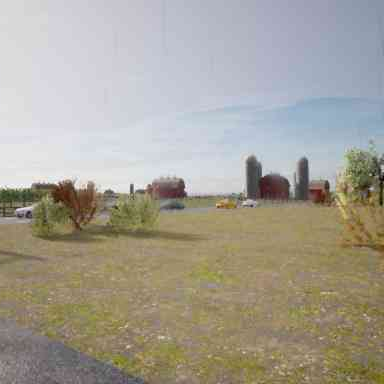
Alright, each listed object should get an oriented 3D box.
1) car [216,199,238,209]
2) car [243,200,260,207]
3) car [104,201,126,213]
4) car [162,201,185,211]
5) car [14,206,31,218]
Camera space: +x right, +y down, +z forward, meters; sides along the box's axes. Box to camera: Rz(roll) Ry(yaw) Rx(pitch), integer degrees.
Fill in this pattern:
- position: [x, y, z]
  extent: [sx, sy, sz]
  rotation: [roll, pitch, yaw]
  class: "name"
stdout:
- position: [5.988, 2.026, 56.633]
  extent: [1.882, 1.535, 5.008]
  rotation: [-1, -1, 36]
  class: "car"
- position: [11.415, 2.178, 64.254]
  extent: [1.812, 1.442, 4.674]
  rotation: [-1, -1, 36]
  class: "car"
- position: [-9.317, 1.869, 41.501]
  extent: [2.128, 1.511, 4.902]
  rotation: [-1, -1, 36]
  class: "car"
- position: [-3.247, 2.039, 49.962]
  extent: [2.033, 1.411, 5.357]
  rotation: [-1, -1, 36]
  class: "car"
- position: [-15.207, 1.793, 33.286]
  extent: [1.812, 1.442, 4.674]
  rotation: [-1, -1, 36]
  class: "car"
